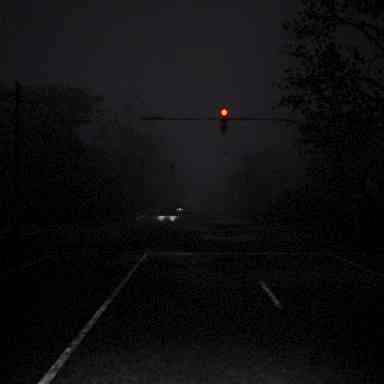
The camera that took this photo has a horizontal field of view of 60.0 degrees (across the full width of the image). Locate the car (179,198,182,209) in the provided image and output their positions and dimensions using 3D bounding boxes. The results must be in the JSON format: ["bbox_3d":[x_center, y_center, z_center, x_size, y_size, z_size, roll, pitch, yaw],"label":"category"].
[{"bbox_3d":[-3.296,2.296,68.450,2.150,2.045,5.566,0,0,1],"label":"car"}]

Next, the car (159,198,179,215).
[{"bbox_3d":[-3.466,2.233,47.575,2.150,2.045,5.566,0,-1,0],"label":"car"}]
